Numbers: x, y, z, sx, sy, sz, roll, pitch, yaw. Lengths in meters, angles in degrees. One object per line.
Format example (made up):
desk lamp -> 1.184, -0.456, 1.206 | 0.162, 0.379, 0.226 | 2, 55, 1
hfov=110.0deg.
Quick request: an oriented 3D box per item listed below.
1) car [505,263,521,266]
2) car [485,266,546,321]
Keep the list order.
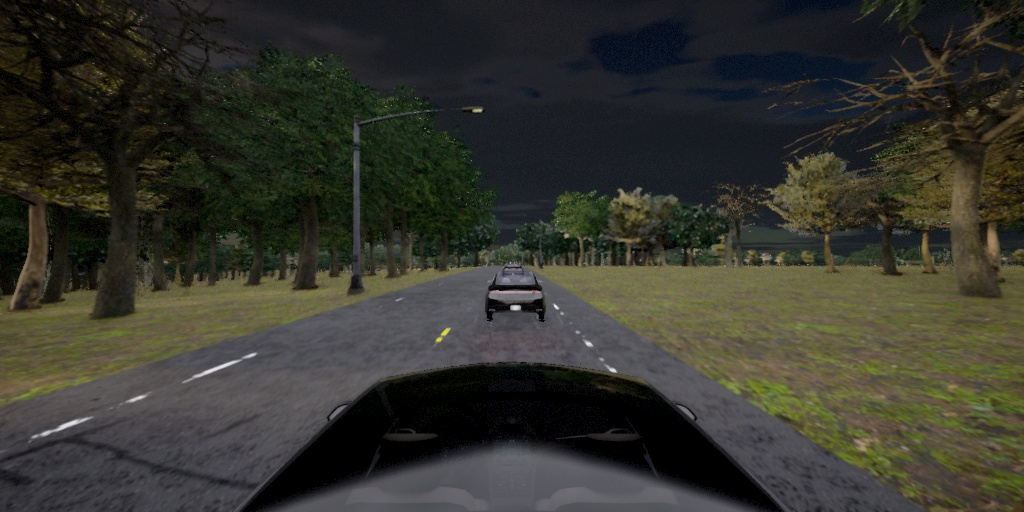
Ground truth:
car -> 0.111, 1.331, 32.499 | 2.128, 1.511, 4.902 | 0, 0, 0
car -> 0.104, 1.260, 12.586 | 2.128, 1.511, 4.902 | 0, 0, 0
